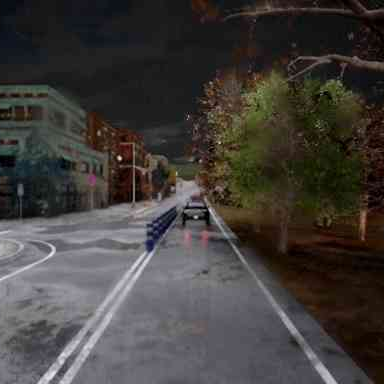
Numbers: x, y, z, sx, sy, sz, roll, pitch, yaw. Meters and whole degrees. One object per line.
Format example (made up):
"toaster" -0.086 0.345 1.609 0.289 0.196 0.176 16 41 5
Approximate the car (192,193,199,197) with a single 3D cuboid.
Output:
"car" 1.143 0.948 64.725 2.097 1.767 4.553 0 1 1

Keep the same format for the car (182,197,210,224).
"car" 0.294 1.398 23.963 2.128 1.511 4.902 0 0 1
